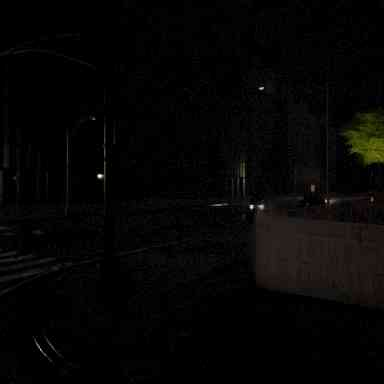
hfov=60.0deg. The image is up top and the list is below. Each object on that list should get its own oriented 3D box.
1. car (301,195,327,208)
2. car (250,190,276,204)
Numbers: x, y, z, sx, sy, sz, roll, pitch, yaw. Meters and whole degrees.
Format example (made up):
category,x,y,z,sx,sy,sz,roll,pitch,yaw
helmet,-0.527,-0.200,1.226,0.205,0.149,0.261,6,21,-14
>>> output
category,x,y,z,sx,sy,sz,roll,pitch,yaw
car,13.598,1.075,37.013,1.837,1.490,4.892,0,1,35
car,10.768,0.701,49.954,2.150,2.045,5.566,0,1,35
